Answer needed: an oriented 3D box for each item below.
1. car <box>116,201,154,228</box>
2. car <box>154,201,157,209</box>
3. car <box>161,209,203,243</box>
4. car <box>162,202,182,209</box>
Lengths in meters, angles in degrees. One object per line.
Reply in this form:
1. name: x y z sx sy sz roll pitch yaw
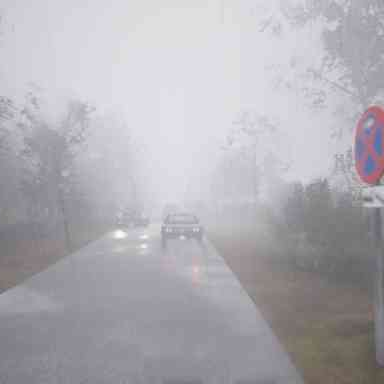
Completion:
1. car: -4.036 1.542 23.515 2.097 1.767 4.553 1 -1 -5
2. car: -7.912 2.486 65.282 2.097 1.767 4.553 0 -2 -5
3. car: -0.563 1.726 16.841 1.895 1.301 4.718 0 -1 -4
4. car: -2.107 1.871 34.815 1.837 1.490 4.892 0 -1 -5
